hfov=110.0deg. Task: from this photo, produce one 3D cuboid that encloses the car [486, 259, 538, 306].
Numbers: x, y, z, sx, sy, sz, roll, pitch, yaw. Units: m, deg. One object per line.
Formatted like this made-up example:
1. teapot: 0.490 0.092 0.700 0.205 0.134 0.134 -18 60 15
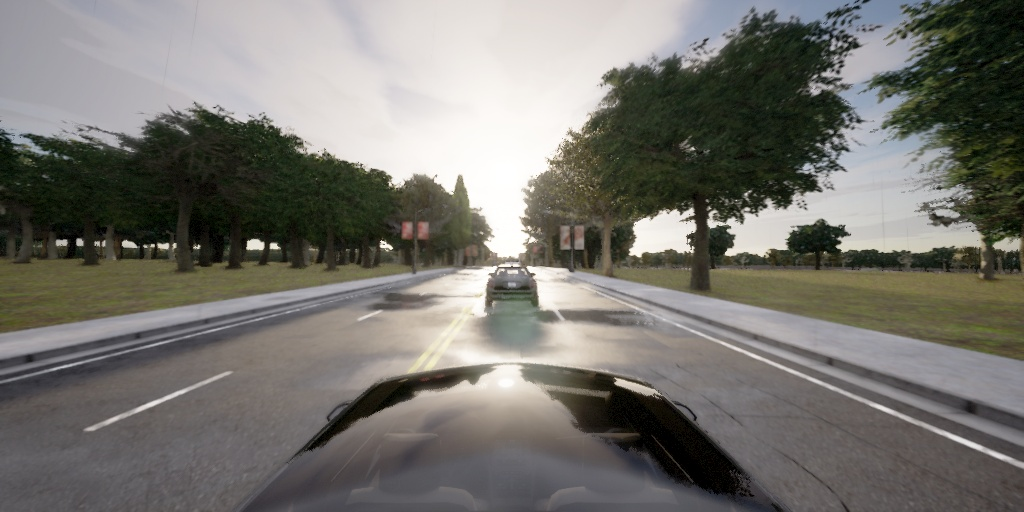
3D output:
1. car: -0.001 1.156 16.150 2.097 1.767 4.553 0 0 0
